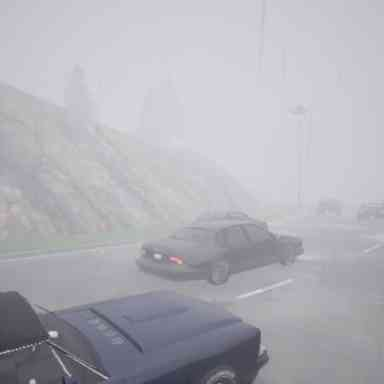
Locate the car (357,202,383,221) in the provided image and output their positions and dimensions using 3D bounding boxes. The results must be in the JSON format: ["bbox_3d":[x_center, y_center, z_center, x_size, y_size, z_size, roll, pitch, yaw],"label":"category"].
[{"bbox_3d":[13.513,1.429,24.689,1.895,1.301,4.718,0,0,31],"label":"car"}]

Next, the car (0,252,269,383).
[{"bbox_3d":[-1.529,1.610,2.817,4.718,1.301,1.895,-1,0,-37],"label":"car"}]

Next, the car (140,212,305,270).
[{"bbox_3d":[1.056,1.520,9.390,5.357,1.411,2.033,-1,0,-42],"label":"car"}]

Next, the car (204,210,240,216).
[{"bbox_3d":[1.651,1.519,14.949,1.994,1.385,4.181,0,0,45],"label":"car"}]

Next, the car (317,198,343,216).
[{"bbox_3d":[12.683,1.328,30.628,1.837,1.490,4.892,0,0,27],"label":"car"}]
